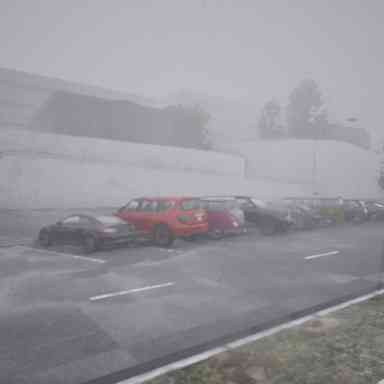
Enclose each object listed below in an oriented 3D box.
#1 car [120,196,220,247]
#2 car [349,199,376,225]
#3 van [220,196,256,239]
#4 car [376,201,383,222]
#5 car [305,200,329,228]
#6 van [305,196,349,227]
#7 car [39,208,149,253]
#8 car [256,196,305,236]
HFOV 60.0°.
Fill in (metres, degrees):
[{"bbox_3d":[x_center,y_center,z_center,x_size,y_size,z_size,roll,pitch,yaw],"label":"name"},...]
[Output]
[{"bbox_3d":[-1.883,1.239,15.292,5.566,2.045,2.435,-1,0,35],"label":"car"},{"bbox_3d":[10.316,1.322,23.916,4.553,1.767,2.185,-1,0,34],"label":"car"},{"bbox_3d":[0.673,1.255,16.949,4.442,1.987,1.878,-1,-1,35],"label":"van"},{"bbox_3d":[12.724,1.479,25.660,4.674,1.452,2.002,-1,0,35],"label":"car"},{"bbox_3d":[5.439,1.466,20.467,4.892,1.521,2.231,-1,0,34],"label":"car"},{"bbox_3d":[7.764,1.232,22.268,4.442,1.987,1.878,-1,0,35],"label":"van"},{"bbox_3d":[-4.283,1.532,13.541,4.674,1.452,2.002,-1,0,35],"label":"car"},{"bbox_3d":[3.030,1.222,18.731,5.566,2.045,2.435,-1,-1,35],"label":"car"}]
